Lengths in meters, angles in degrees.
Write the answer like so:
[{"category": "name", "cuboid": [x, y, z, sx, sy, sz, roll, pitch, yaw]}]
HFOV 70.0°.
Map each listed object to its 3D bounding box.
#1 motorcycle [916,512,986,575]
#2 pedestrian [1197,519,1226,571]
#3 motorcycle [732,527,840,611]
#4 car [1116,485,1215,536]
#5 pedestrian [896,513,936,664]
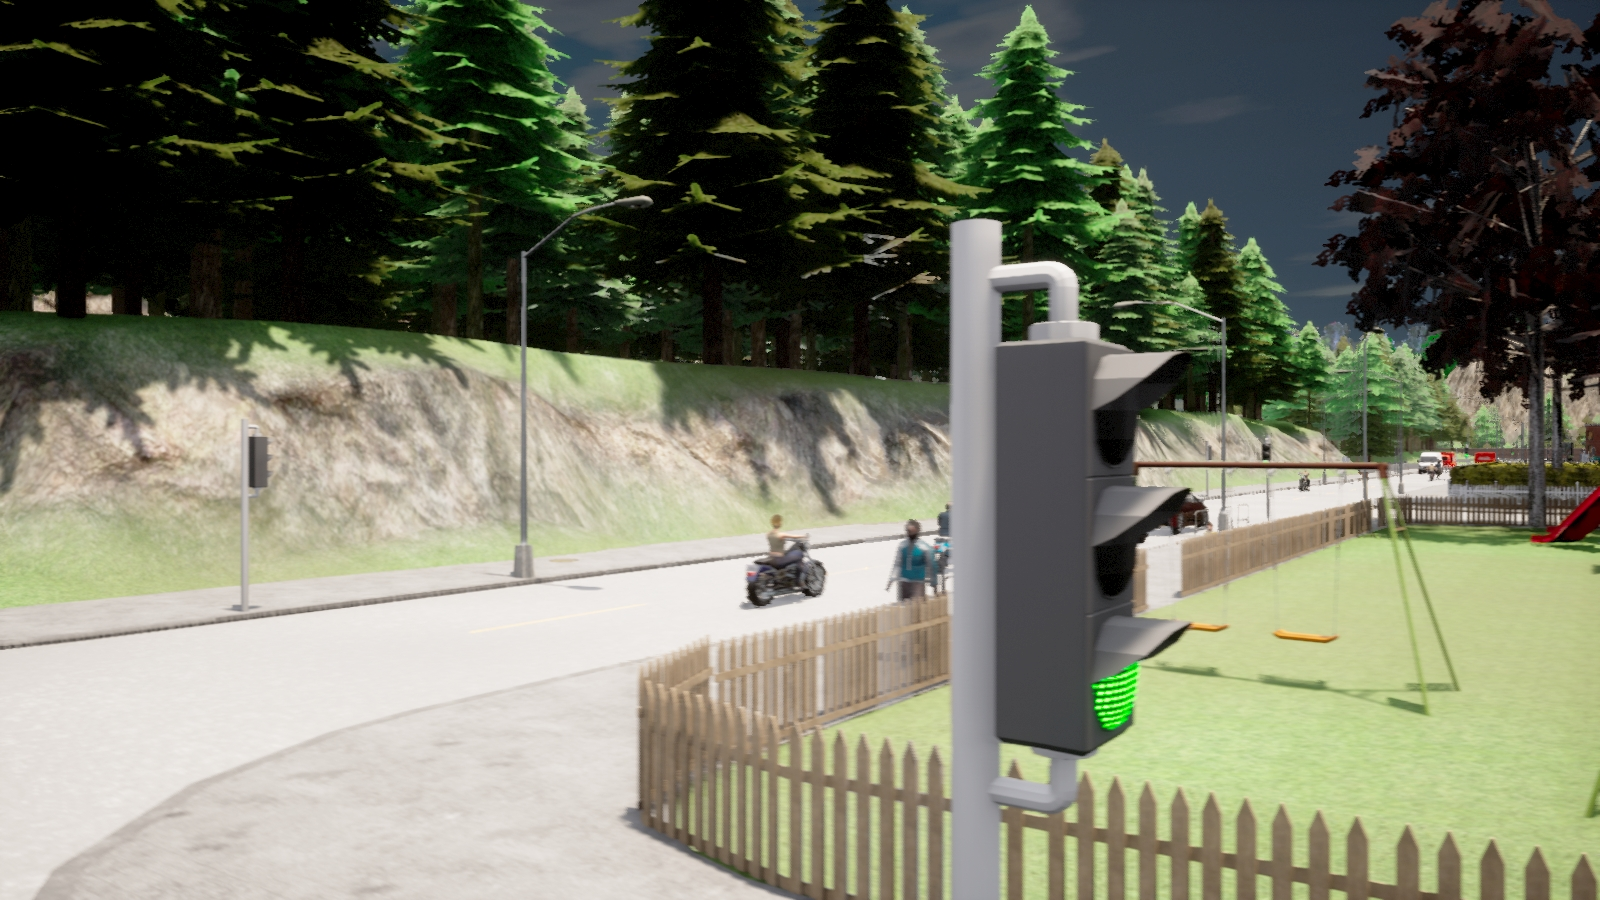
[{"category": "motorcycle", "cuboid": [3.519, 2.142, 26.480, 0.856, 1.316, 1.805, 0, 0, 35]}, {"category": "pedestrian", "cuboid": [9.218, 2.125, 25.579, 0.500, 1.100, 0.500, 0, 0, 34]}, {"category": "motorcycle", "cuboid": [-0.220, 2.155, 21.076, 0.764, 1.307, 2.356, 0, 0, 35]}, {"category": "car", "cuboid": [12.683, 2.040, 39.518, 2.007, 1.525, 4.514, 0, 0, 35]}, {"category": "pedestrian", "cuboid": [1.479, 1.745, 14.541, 0.375, 1.860, 0.375, 0, 0, 35]}]
